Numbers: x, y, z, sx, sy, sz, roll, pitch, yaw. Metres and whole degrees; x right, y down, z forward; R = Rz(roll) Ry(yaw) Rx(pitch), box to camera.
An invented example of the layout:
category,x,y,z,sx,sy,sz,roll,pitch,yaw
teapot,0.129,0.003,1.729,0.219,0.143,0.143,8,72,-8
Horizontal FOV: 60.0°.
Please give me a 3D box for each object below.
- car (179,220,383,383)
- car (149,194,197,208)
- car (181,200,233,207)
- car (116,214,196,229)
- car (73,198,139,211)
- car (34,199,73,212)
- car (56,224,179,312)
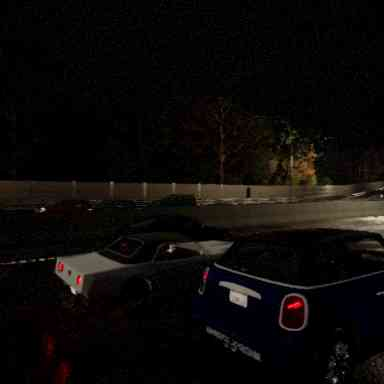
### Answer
category,x,y,z,sx,sy,sz,roll,pitch,yaw
car,2.310,1.350,5.392,4.553,1.767,2.097,0,0,-35
car,-1.956,1.223,36.970,5.566,2.045,2.150,0,0,-35
car,2.065,1.547,26.951,5.357,1.411,2.033,0,0,-35
car,-0.541,1.524,11.958,4.674,1.442,1.812,0,0,-35
car,-6.228,1.350,25.332,4.553,1.767,2.097,0,0,-35
car,-10.244,1.351,26.773,4.553,1.767,2.097,0,0,-35
car,-0.469,1.599,7.708,4.718,1.301,1.895,0,0,-35
